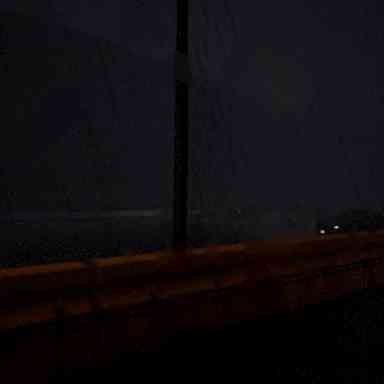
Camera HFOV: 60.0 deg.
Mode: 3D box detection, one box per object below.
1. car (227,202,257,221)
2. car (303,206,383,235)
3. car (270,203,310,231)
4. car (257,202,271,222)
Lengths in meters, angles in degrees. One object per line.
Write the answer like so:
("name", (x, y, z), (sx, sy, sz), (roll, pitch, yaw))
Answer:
("car", (5.258, 1.580, 28.448), (5.008, 1.535, 1.882), (1, 0, -31))
("car", (8.913, 1.670, 18.407), (5.357, 1.411, 2.033), (1, 0, -32))
("car", (7.593, 1.640, 21.672), (4.674, 1.442, 1.812), (1, 0, -32))
("car", (7.703, 1.628, 25.836), (4.892, 1.490, 1.837), (1, 0, -31))
